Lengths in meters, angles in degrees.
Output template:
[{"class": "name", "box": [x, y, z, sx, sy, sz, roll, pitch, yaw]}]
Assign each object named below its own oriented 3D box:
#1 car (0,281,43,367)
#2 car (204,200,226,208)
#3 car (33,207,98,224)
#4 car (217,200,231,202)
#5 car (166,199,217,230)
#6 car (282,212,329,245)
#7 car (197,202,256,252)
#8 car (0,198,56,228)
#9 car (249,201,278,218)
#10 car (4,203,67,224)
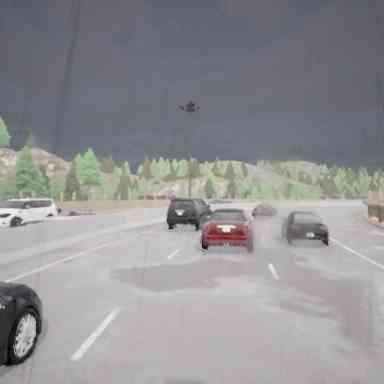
[{"class": "car", "box": [-3.186, 1.525, 3.028, 1.837, 1.490, 4.892, 0, -1, 2]}, {"class": "car", "box": [4.429, 2.261, 63.456, 1.837, 1.490, 4.892, -1, -1, 38]}, {"class": "car", "box": [-7.812, 1.817, 21.841, 1.895, 1.301, 4.718, 0, -1, 14]}, {"class": "car", "box": [6.137, 2.266, 59.853, 1.994, 1.385, 4.181, -1, -1, 36]}, {"class": "car", "box": [-0.056, 1.466, 23.208, 2.150, 2.045, 5.566, 0, -1, 15]}, {"class": "car", "box": [5.551, 1.710, 16.591, 1.812, 1.442, 4.674, 0, -1, 11]}, {"class": "car", "box": [1.715, 1.513, 15.032, 2.097, 1.767, 4.553, 0, -1, 10]}, {"class": "car", "box": [-11.320, 1.434, 22.223, 2.150, 2.045, 5.566, 0, -1, 13]}, {"class": "car", "box": [7.564, 1.920, 34.367, 2.033, 1.411, 5.357, 0, -1, 24]}, {"class": "car", "box": [-13.231, 1.777, 28.471, 2.128, 1.511, 4.902, 0, -1, 17]}]
